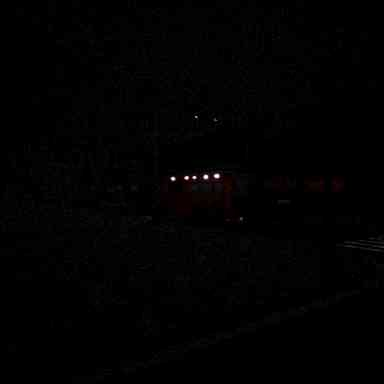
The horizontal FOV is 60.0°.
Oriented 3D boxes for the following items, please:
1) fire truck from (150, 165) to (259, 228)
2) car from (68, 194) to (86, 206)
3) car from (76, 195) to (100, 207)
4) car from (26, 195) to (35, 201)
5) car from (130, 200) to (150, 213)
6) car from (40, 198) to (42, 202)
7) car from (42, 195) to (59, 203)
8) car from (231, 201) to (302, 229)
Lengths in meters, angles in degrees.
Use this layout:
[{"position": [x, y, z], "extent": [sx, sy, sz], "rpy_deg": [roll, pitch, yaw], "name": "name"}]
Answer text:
[{"position": [0.578, 0.308, 23.223], "extent": [2.891, 3.827, 8.468], "rpy_deg": [0, 0, -36], "name": "fire truck"}, {"position": [-18.441, 1.250, 53.833], "extent": [2.192, 1.841, 5.009], "rpy_deg": [0, 0, -36], "name": "car"}, {"position": [-15.099, 1.500, 49.240], "extent": [1.947, 1.339, 4.313], "rpy_deg": [0, 0, -36], "name": "car"}, {"position": [-41.831, 1.520, 85.981], "extent": [2.008, 1.369, 4.403], "rpy_deg": [0, 0, -36], "name": "car"}, {"position": [-5.074, 1.508, 35.463], "extent": [1.947, 1.339, 4.313], "rpy_deg": [0, 0, -36], "name": "car"}, {"position": [-31.807, 1.525, 72.204], "extent": [1.802, 1.307, 4.206], "rpy_deg": [0, 0, -36], "name": "car"}, {"position": [-28.465, 1.380, 67.611], "extent": [1.967, 1.590, 4.097], "rpy_deg": [0, 0, -36], "name": "car"}, {"position": [4.951, 1.518, 21.686], "extent": [1.887, 1.381, 4.507], "rpy_deg": [0, 0, -36], "name": "car"}]
